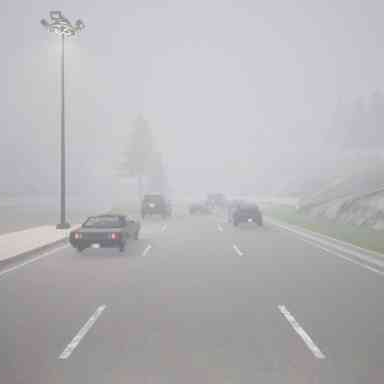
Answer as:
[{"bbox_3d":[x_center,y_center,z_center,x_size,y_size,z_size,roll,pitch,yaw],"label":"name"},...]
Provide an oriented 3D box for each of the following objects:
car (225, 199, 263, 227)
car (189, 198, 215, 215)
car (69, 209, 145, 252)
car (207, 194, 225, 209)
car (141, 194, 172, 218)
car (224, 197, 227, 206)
[{"bbox_3d":[3.636,1.504,23.058,1.837,1.490,4.892,0,0,1],"label":"car"},{"bbox_3d":[0.921,1.601,34.337,1.895,1.301,4.718,0,0,9],"label":"car"},{"bbox_3d":[-3.400,1.601,13.961,1.895,1.301,4.718,0,0,0],"label":"car"},{"bbox_3d":[3.389,1.221,44.401,2.150,2.045,5.566,0,0,16],"label":"car"},{"bbox_3d":[-3.136,1.223,29.907,2.150,2.045,5.566,0,0,3],"label":"car"},{"bbox_3d":[5.666,1.547,39.753,2.033,1.411,5.357,0,0,16],"label":"car"}]
